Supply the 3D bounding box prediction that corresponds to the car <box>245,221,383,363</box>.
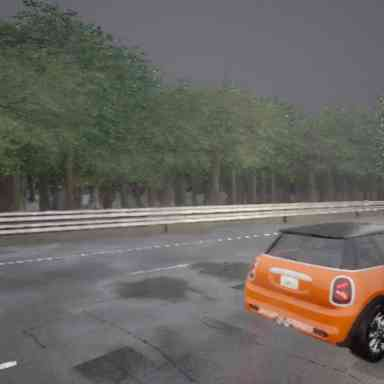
[{"bbox_3d":[3.162,1.349,6.132,4.553,1.767,2.097,0,0,-36],"label":"car"}]
